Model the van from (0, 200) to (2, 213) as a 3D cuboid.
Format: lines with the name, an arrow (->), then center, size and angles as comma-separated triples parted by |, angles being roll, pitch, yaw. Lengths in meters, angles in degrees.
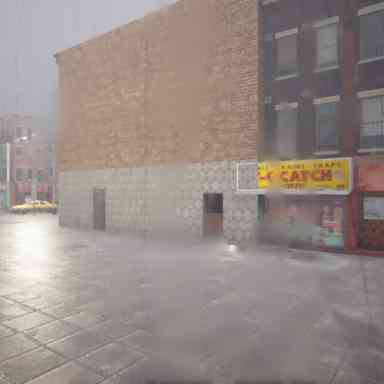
van -> -19.760, 1.335, 30.580 | 1.690, 1.788, 3.998 | 0, 0, 36

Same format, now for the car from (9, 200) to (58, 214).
car -> -16.588, 1.515, 35.003 | 1.752, 1.417, 4.829 | 0, 0, 36
